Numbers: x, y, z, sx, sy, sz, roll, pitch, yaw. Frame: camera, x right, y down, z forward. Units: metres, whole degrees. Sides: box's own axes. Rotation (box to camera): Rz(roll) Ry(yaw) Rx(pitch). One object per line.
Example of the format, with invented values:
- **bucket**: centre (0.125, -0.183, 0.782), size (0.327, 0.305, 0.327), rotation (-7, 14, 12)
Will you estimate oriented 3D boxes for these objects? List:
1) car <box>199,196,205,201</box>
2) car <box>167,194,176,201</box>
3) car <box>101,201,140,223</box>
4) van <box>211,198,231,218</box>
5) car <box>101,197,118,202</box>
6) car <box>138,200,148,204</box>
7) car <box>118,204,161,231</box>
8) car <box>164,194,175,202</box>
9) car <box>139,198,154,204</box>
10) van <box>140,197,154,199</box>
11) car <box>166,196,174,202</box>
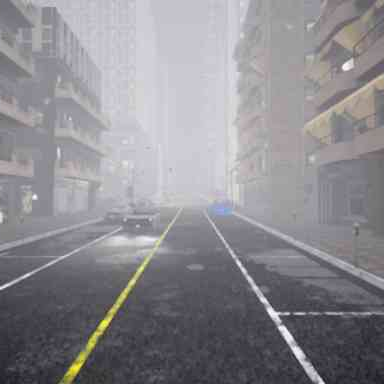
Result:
- **car**: centre (2.701, 1.870, 91.730), size (1.802, 1.307, 4.206), rotation (1, 0, 0)
- **car**: centre (-5.673, 1.603, 91.669), size (2.192, 1.841, 5.009), rotation (1, 0, 0)
- **car**: centre (-5.644, 1.633, 25.830), size (2.008, 1.369, 4.403), rotation (1, 0, 0)
- **van**: centre (2.707, 1.441, 31.424), size (1.690, 1.788, 3.998), rotation (1, 0, 0)
- **car**: centre (-16.492, 1.703, 65.098), size (4.097, 1.590, 1.967), rotation (0, -1, 0)
- **car**: centre (-5.644, 1.682, 31.371), size (1.802, 1.307, 4.206), rotation (1, 0, 0)
- **car**: centre (-3.101, 1.668, 21.173), size (1.895, 1.301, 4.718), rotation (0, 0, 0)
- **car**: centre (-5.675, 1.693, 80.518), size (1.967, 1.590, 4.097), rotation (1, 0, 0)
- **car**: centre (-5.644, 1.683, 36.910), size (1.947, 1.339, 4.313), rotation (1, 0, 0)
- **van**: centre (-5.810, 1.475, 42.452), size (1.690, 1.788, 3.998), rotation (1, 0, 0)
- **car**: centre (-5.679, 1.852, 86.093), size (1.802, 1.307, 4.206), rotation (1, 0, 0)
